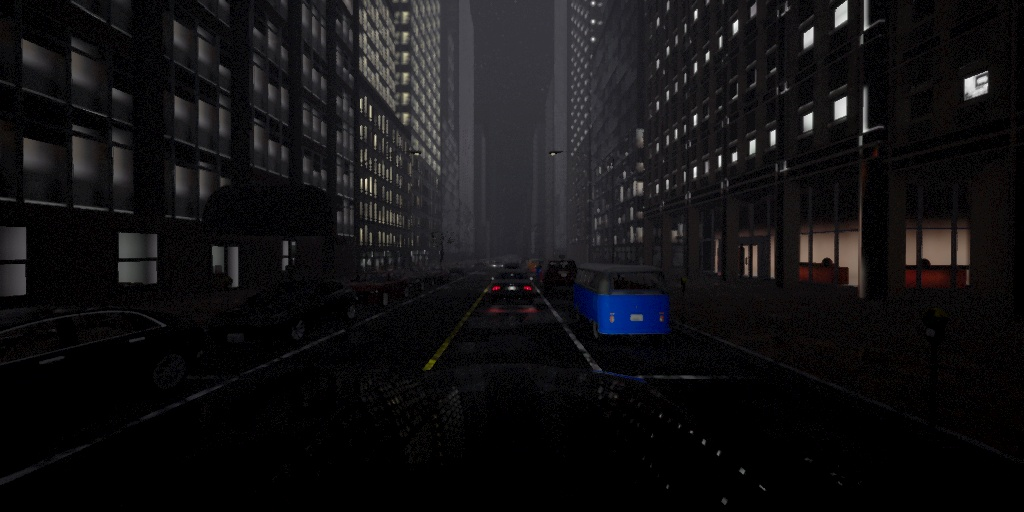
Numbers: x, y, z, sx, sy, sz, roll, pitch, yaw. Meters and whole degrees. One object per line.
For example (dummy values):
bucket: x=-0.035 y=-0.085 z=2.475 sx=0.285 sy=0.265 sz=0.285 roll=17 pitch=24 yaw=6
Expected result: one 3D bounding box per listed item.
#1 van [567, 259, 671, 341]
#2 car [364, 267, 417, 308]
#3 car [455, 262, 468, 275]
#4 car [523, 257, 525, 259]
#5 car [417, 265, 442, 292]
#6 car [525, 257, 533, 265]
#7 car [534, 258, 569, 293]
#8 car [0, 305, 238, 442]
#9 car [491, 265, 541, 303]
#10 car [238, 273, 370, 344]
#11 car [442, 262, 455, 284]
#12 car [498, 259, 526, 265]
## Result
van: x=2.690 y=1.088 z=9.560 sx=1.690 sy=1.789 sz=3.998 roll=0 pitch=0 yaw=0
car: x=-5.691 y=1.291 z=15.244 sx=1.888 sy=1.381 sz=4.507 roll=0 pitch=0 yaw=0
car: x=-5.691 y=1.292 z=37.979 sx=2.007 sy=1.370 sz=4.403 roll=0 pitch=0 yaw=0
car: x=3.146 y=1.242 z=56.811 sx=1.837 sy=1.490 sz=4.892 roll=0 pitch=0 yaw=0
car: x=-5.692 y=1.295 z=20.928 sx=2.007 sy=1.370 sz=4.403 roll=0 pitch=0 yaw=0
car: x=3.140 y=1.217 z=49.811 sx=1.882 sy=1.535 sz=5.008 roll=0 pitch=0 yaw=0
car: x=2.689 y=1.060 z=20.928 sx=2.192 sy=1.841 sz=5.009 roll=0 pitch=0 yaw=0
car: x=-5.691 y=1.298 z=3.877 sx=2.007 sy=1.370 sz=4.403 roll=0 pitch=0 yaw=0
car: x=0.000 y=1.310 z=16.502 sx=2.033 sy=1.411 sz=5.357 roll=0 pitch=0 yaw=0
car: x=-5.691 y=1.313 z=9.560 sx=1.948 sy=1.339 sz=4.313 roll=0 pitch=0 yaw=0
car: x=-5.691 y=1.326 z=26.611 sx=1.802 sy=1.307 sz=4.207 roll=0 pitch=0 yaw=0
car: x=0.000 y=1.261 z=31.503 sx=1.837 sy=1.490 sz=4.892 roll=0 pitch=0 yaw=0
